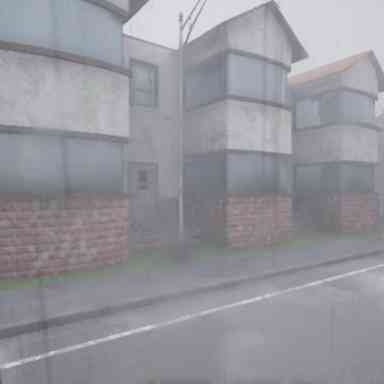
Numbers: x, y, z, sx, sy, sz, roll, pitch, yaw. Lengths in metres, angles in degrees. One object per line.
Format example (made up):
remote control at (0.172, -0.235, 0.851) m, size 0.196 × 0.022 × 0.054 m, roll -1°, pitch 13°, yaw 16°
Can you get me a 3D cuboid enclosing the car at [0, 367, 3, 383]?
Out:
car at (-3.612, 1.493, 1.404) m, size 4.902 × 1.511 × 2.128 m, roll 0°, pitch 0°, yaw -36°
